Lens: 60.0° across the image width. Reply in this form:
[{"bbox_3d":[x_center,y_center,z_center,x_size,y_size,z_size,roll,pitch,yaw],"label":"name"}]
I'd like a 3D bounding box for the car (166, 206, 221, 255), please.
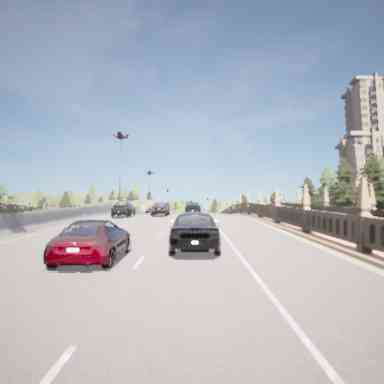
[{"bbox_3d":[0.100,1.570,13.738,1.882,1.535,5.008,0,0,0],"label":"car"}]

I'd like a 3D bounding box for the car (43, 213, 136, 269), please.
[{"bbox_3d":[-3.401,1.642,11.497,1.994,1.385,4.181,0,0,0],"label":"car"}]

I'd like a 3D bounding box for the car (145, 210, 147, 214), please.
[{"bbox_3d":[-6.904,3.483,57.754,1.994,1.385,4.181,0,-6,0],"label":"car"}]

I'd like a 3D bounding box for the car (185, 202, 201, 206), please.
[{"bbox_3d":[0.097,2.011,40.680,1.837,1.490,4.892,0,-2,0],"label":"car"}]

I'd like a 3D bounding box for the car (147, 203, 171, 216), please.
[{"bbox_3d":[-3.403,1.903,37.013,2.033,1.411,5.357,0,-2,0],"label":"car"}]

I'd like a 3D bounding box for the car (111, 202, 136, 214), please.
[{"bbox_3d":[-6.902,1.757,33.822,2.128,1.511,4.902,0,-1,0],"label":"car"}]
